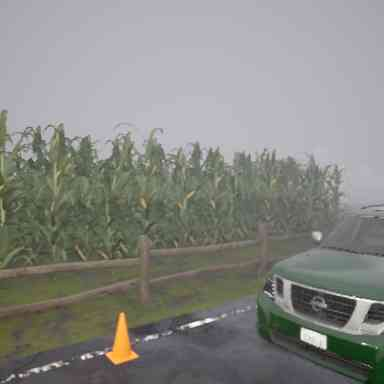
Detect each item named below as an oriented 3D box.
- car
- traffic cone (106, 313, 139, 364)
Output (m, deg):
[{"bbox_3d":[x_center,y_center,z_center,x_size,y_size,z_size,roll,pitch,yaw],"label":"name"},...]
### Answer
[{"bbox_3d":[3.475,1.254,5.356,5.566,2.045,2.150,0,0,-39],"label":"car"},{"bbox_3d":[-0.959,1.961,4.568,0.340,0.580,0.340,0,0,-37],"label":"traffic cone"}]
